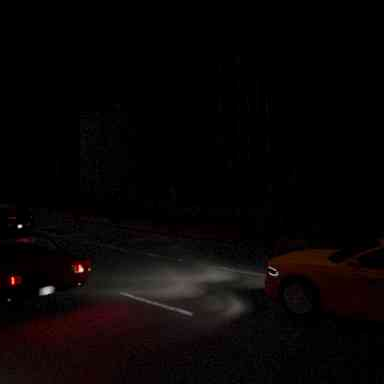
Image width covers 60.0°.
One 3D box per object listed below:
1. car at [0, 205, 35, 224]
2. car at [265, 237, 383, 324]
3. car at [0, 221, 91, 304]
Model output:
[{"bbox_3d":[-10.489,1.514,18.998,1.837,1.490,4.892,0,0,-41],"label":"car"},{"bbox_3d":[3.754,1.495,5.754,5.008,1.535,1.882,0,0,36],"label":"car"},{"bbox_3d":[-4.463,1.603,7.853,4.718,1.301,1.895,0,0,41],"label":"car"}]
